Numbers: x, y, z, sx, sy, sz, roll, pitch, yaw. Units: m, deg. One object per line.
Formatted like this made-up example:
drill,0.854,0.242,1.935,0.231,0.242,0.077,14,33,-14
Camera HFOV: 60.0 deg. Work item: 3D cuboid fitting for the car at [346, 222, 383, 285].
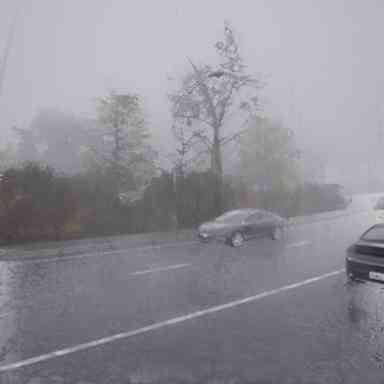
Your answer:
car,5.735,1.518,8.562,4.892,1.490,1.837,0,0,-41

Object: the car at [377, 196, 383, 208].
car,28.815,1.459,49.479,2.097,1.767,4.553,0,0,26

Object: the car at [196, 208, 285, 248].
car,2.337,1.538,15.113,4.892,1.490,1.837,0,0,-42
